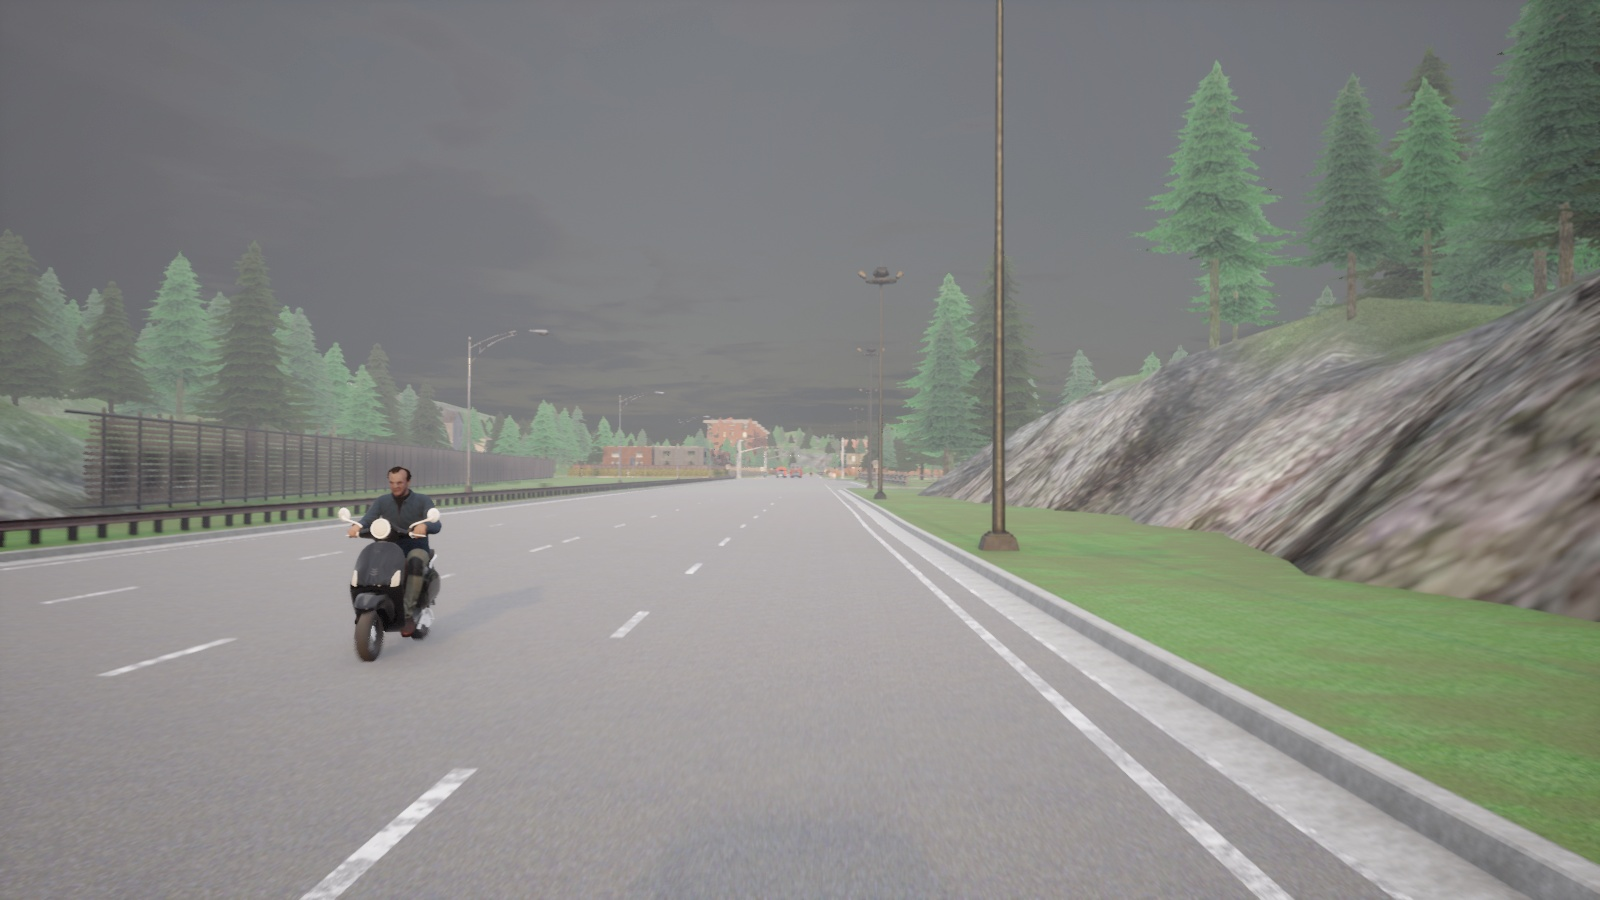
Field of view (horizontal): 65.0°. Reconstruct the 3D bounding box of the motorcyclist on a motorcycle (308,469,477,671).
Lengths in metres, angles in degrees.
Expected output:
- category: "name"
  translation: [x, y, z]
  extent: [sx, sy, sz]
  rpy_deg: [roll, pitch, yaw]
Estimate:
- category: "motorcyclist on a motorcycle"
  translation: [-3.459, 0.964, 10.852]
  extent: [0.866, 1.590, 1.817]
  rpy_deg: [0, -1, 0]
